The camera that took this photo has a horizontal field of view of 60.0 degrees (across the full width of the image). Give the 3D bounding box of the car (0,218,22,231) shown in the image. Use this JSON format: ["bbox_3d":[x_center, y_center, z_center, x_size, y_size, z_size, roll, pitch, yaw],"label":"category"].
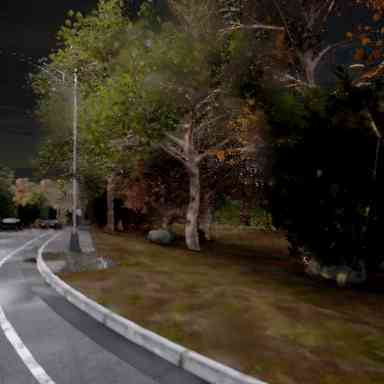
[{"bbox_3d":[-21.328,3.803,39.146,1.882,1.535,5.008,1,-5,-17],"label":"car"}]

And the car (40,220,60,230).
[{"bbox_3d":[-20.238,4.649,47.194,1.895,1.301,4.718,1,-6,-18],"label":"car"}]

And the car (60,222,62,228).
[{"bbox_3d":[-23.342,5.505,56.710,1.812,1.442,4.674,1,-6,-17],"label":"car"}]

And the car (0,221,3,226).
[{"bbox_3d":[-17.565,2.817,27.592,1.895,1.301,4.718,1,-5,-18],"label":"car"}]
